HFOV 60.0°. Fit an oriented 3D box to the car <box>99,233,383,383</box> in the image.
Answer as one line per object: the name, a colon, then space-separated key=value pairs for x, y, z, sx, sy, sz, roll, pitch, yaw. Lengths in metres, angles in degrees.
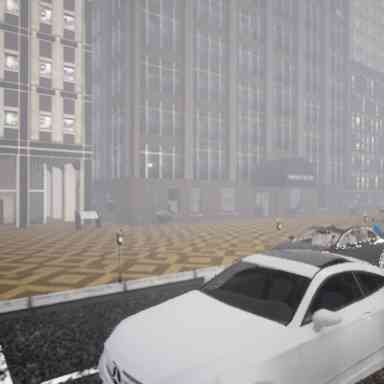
car: x=1.218 y=1.544 z=4.238 sx=4.674 sy=1.442 sz=1.812 roll=0 pitch=0 yaw=-35

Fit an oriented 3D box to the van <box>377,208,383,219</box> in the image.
van: x=8.434 y=1.419 z=12.541 sx=3.998 sy=1.788 sz=1.690 roll=0 pitch=0 yaw=-35

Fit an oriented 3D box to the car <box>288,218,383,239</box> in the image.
car: x=3.930 y=1.598 z=9.344 sx=4.403 sy=1.369 sz=2.008 roll=0 pitch=0 yaw=-35
